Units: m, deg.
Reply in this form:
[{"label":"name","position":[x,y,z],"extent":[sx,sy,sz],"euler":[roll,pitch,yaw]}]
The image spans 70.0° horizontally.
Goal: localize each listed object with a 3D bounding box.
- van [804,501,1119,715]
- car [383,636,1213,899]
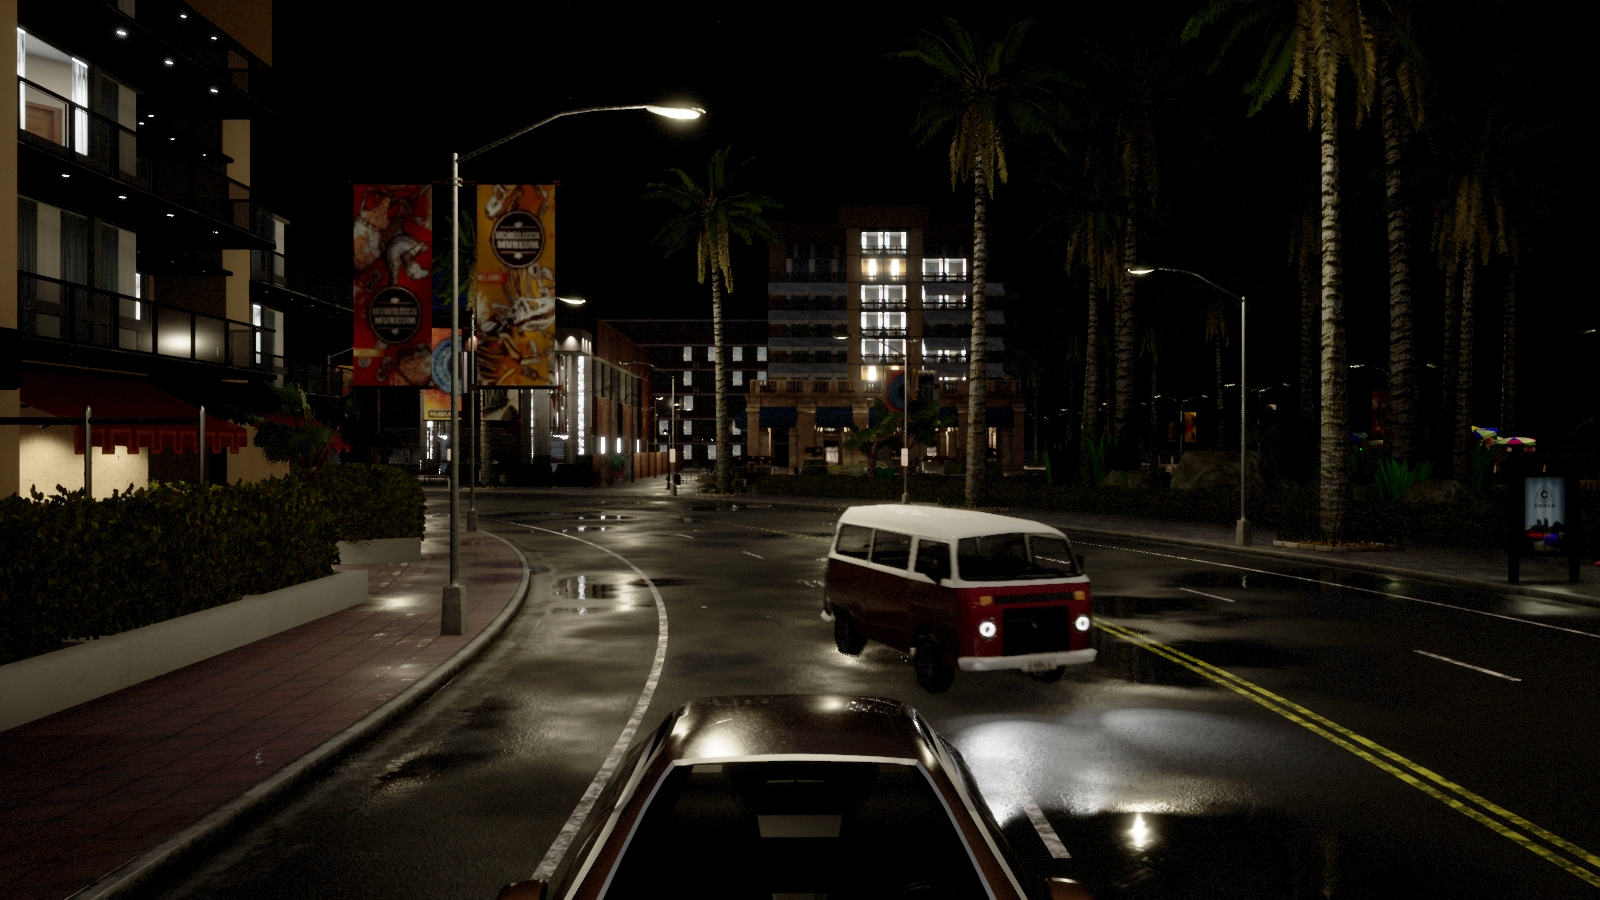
[{"label":"van","position":[1.820,1.782,14.540],"extent":[2.069,2.038,4.480],"euler":[0,0,-21]},{"label":"car","position":[-0.020,1.992,4.650],"extent":[2.152,1.651,5.027],"euler":[0,0,-1]}]
